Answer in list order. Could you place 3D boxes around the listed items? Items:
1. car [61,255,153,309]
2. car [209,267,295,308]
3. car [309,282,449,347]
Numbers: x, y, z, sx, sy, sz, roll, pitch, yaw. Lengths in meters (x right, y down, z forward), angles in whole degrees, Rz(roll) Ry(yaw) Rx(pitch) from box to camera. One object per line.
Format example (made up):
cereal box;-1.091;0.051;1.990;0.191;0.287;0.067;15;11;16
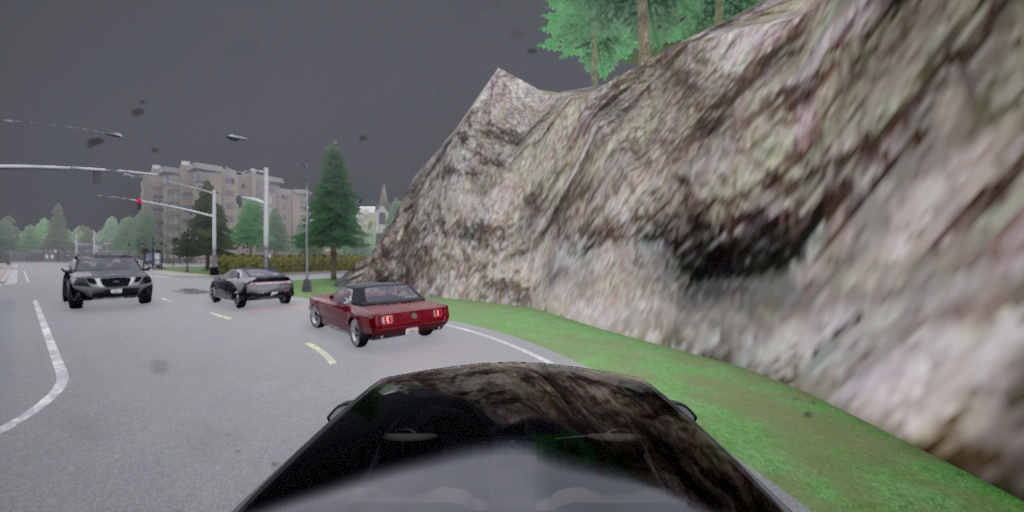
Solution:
car;-17.220;0.976;15.211;5.566;2.045;2.150;0;0;36
car;-11.016;1.226;15.103;4.902;1.511;2.128;0;0;36
car;-3.713;1.343;9.393;1.895;1.301;4.718;0;0;-44
